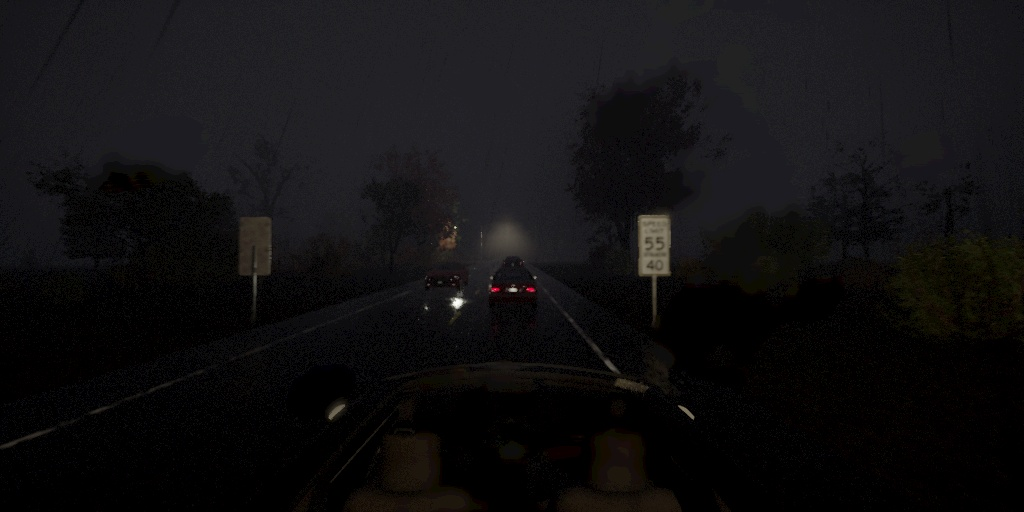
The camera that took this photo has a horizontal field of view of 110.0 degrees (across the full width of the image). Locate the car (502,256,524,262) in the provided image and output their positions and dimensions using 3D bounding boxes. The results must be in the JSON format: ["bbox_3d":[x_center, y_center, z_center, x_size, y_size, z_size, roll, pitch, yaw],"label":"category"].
[{"bbox_3d":[0.089,0.770,36.097,2.097,1.767,4.553,0,0,0],"label":"car"}]

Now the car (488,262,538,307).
[{"bbox_3d":[0.048,1.161,14.588,2.033,1.411,5.357,0,1,0],"label":"car"}]

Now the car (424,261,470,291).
[{"bbox_3d":[-3.554,1.035,20.275,1.882,1.535,5.008,0,0,1],"label":"car"}]
